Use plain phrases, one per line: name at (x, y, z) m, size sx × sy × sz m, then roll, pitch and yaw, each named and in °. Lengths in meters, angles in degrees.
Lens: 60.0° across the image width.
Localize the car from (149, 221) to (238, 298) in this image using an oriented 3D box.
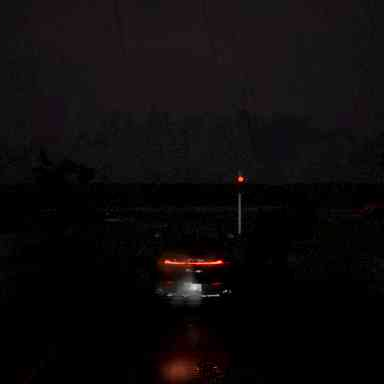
car at (0.053, 1.505, 8.512) m, size 1.837 × 1.490 × 4.892 m, roll 0°, pitch 0°, yaw 1°

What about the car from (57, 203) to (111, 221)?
car at (-8.714, 1.564, 26.822) m, size 4.181 × 1.385 × 1.994 m, roll 0°, pitch 0°, yaw 9°

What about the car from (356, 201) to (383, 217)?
car at (18.203, 1.564, 31.591) m, size 4.181 × 1.385 × 1.994 m, roll 0°, pitch 0°, yaw 0°

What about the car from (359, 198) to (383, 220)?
car at (16.459, 1.352, 27.389) m, size 4.553 × 1.767 × 2.097 m, roll 0°, pitch 0°, yaw 0°
